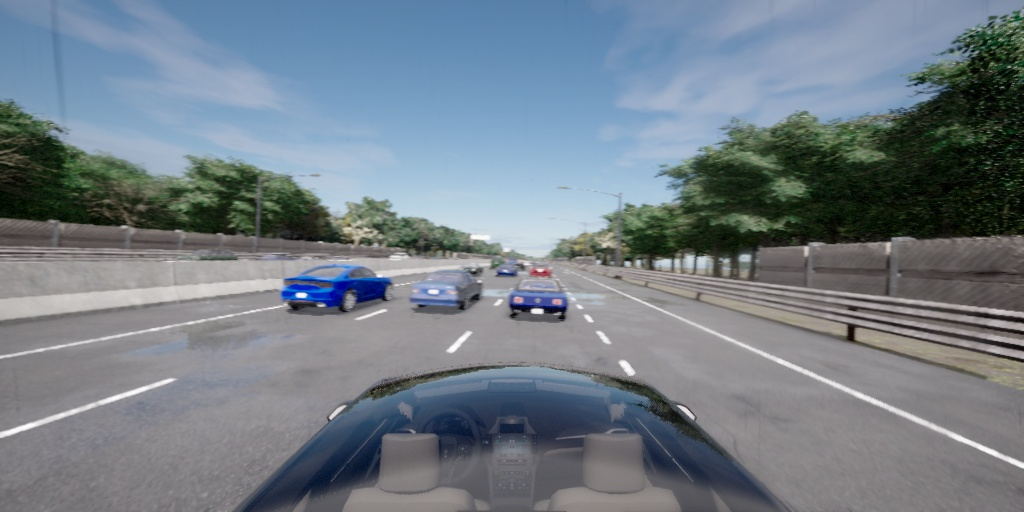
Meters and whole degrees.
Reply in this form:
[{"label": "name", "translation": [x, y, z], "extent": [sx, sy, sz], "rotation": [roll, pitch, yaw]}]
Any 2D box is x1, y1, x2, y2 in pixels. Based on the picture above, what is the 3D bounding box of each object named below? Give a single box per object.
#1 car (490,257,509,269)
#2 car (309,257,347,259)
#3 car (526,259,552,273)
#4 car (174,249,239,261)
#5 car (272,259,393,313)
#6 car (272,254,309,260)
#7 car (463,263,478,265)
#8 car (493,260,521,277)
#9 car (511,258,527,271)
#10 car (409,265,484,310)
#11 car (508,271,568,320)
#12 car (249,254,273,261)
[{"label": "car", "translation": [-2.269, 1.200, 59.731], "extent": [2.150, 2.045, 5.566], "rotation": [2, 0, 5]}, {"label": "car", "translation": [-15.126, 0.838, 31.158], "extent": [1.994, 1.385, 4.181], "rotation": [2, 0, 5]}, {"label": "car", "translation": [2.726, 1.380, 34.462], "extent": [2.097, 1.767, 4.553], "rotation": [2, 0, 5]}, {"label": "car", "translation": [-25.700, 0.184, 30.364], "extent": [2.097, 1.767, 4.553], "rotation": [2, 0, 5]}, {"label": "car", "translation": [-6.052, 1.034, 13.108], "extent": [1.882, 1.535, 5.008], "rotation": [2, 0, 5]}, {"label": "car", "translation": [-18.554, 0.738, 32.081], "extent": [1.895, 1.301, 4.718], "rotation": [2, 0, 5]}, {"label": "car", "translation": [-4.109, 1.361, 36.823], "extent": [1.895, 1.301, 4.718], "rotation": [2, 0, 5]}, {"label": "car", "translation": [-0.490, 1.481, 38.195], "extent": [1.994, 1.385, 4.181], "rotation": [2, 0, 5]}, {"label": "car", "translation": [1.200, 1.598, 59.380], "extent": [1.882, 1.535, 5.008], "rotation": [2, 0, 5]}, {"label": "car", "translation": [-2.428, 1.259, 14.484], "extent": [2.033, 1.411, 5.357], "rotation": [2, 0, 5]}, {"label": "car", "translation": [0.987, 1.448, 13.361], "extent": [1.895, 1.301, 4.718], "rotation": [2, 0, 5]}, {"label": "car", "translation": [-21.950, 0.551, 33.307], "extent": [2.033, 1.411, 5.357], "rotation": [2, 0, 5]}]
